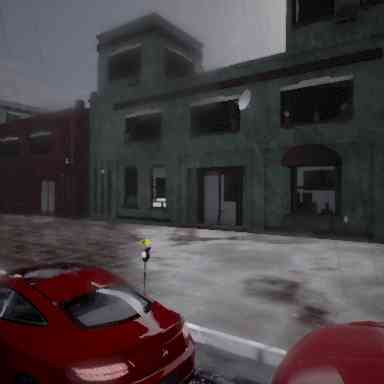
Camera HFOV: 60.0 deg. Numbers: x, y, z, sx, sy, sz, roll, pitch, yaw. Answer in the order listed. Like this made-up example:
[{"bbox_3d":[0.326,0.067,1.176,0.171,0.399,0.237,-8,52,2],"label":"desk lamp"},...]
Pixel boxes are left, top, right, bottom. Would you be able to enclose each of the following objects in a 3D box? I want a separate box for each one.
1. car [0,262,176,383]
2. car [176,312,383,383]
[{"bbox_3d":[-1.901,1.581,4.227,4.206,1.307,1.802,0,1,36],"label":"car"},{"bbox_3d":[2.615,1.315,1.003,5.009,1.841,2.192,0,1,36],"label":"car"}]
